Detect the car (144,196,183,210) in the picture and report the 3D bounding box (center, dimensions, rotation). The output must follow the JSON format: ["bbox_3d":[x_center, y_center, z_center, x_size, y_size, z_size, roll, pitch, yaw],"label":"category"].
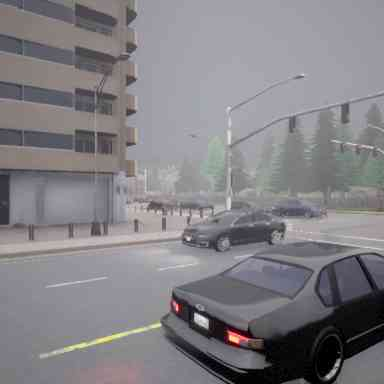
[{"bbox_3d":[-3.571,1.533,41.331,1.882,1.535,5.008,0,0,-36],"label":"car"}]

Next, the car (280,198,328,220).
[{"bbox_3d":[9.527,1.408,29.329,2.097,1.767,4.553,0,0,-38],"label":"car"}]

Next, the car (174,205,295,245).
[{"bbox_3d":[1.852,1.504,13.784,4.892,1.490,1.837,0,1,-35],"label":"car"}]

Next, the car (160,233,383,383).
[{"bbox_3d":[2.162,1.547,5.320,5.357,1.411,2.033,0,0,-35],"label":"car"}]

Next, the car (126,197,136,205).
[{"bbox_3d":[-12.382,1.620,59.697,1.994,1.385,4.181,0,0,-35],"label":"car"}]

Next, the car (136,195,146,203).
[{"bbox_3d":[-10.952,1.408,69.855,2.097,1.767,4.553,0,0,-36],"label":"car"}]

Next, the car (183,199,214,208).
[{"bbox_3d":[0.542,1.603,41.607,2.033,1.411,5.357,0,0,-36],"label":"car"}]

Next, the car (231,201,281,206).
[{"bbox_3d":[5.059,1.560,29.330,1.837,1.490,4.892,0,0,-36],"label":"car"}]

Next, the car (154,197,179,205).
[{"bbox_3d":[-4.743,1.603,61.283,2.033,1.411,5.357,0,0,-36],"label":"car"}]
